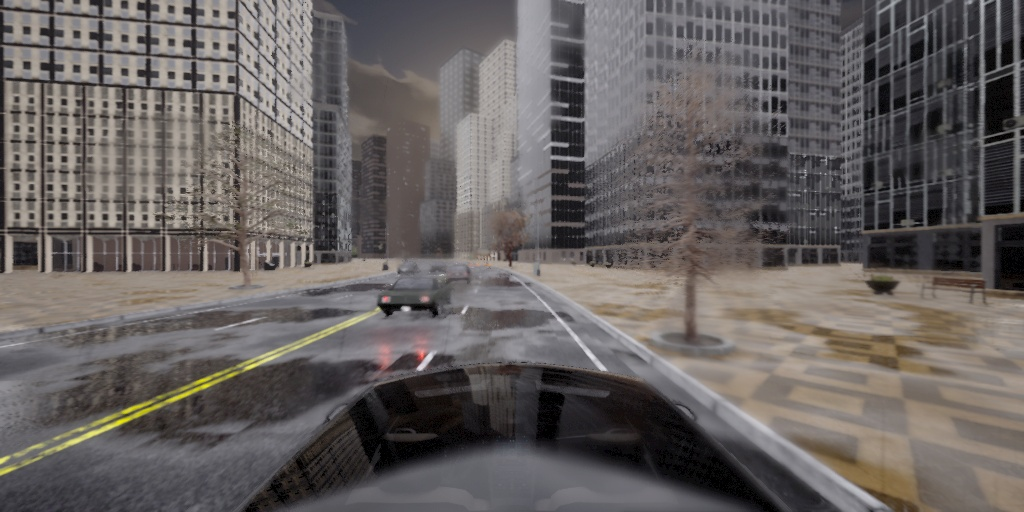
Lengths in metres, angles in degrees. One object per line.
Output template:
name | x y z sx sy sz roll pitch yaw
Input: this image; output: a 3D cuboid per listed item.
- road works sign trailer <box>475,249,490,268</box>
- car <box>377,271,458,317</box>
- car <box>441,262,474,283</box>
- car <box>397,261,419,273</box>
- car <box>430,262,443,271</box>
road works sign trailer | -5.166 0.378 64.787 2.380 3.560 2.880 0 0 -10
car | -3.380 1.399 13.526 1.895 1.301 4.718 0 0 -1
car | -4.126 1.392 28.667 2.033 1.411 5.357 0 0 -4
car | -11.946 1.374 41.547 2.128 1.511 4.902 0 0 -6
car | -8.947 1.432 44.331 2.033 1.411 5.357 0 0 -6
